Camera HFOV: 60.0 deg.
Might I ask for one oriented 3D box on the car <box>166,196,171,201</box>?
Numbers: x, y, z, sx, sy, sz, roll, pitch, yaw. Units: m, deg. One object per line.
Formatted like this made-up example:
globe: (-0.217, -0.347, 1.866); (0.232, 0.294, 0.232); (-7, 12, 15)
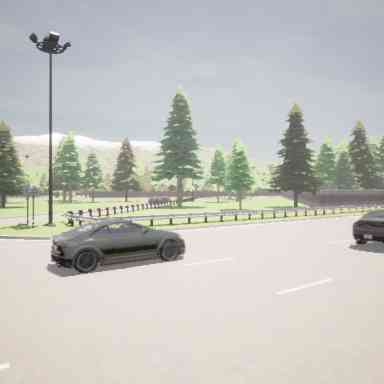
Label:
car: (-5.586, 1.524, 69.766); (1.812, 1.442, 4.674); (0, 0, 5)

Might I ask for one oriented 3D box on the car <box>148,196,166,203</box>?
car: (-6.563, 1.490, 59.644); (2.128, 1.511, 4.902); (0, 0, 6)

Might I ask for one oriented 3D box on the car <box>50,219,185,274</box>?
car: (-2.292, 1.564, 10.701); (4.181, 1.385, 1.994); (0, 0, -35)

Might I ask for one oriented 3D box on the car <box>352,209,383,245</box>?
car: (8.796, 1.502, 14.289); (4.892, 1.490, 1.837); (1, 0, -35)
